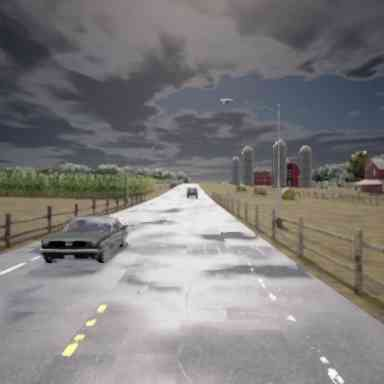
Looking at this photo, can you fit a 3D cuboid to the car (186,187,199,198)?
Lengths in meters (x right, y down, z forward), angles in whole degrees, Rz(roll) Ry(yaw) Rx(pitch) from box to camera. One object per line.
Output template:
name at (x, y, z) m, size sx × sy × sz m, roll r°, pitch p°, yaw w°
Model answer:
car at (0.047, 0.067, 63.338) m, size 2.150 × 2.045 × 5.566 m, roll 0°, pitch 2°, yaw 0°

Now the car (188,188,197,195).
car at (0.055, -0.145, 73.973) m, size 1.837 × 1.490 × 4.892 m, roll 0°, pitch 2°, yaw 0°

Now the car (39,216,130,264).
car at (-3.575, 1.572, 11.906) m, size 1.895 × 1.301 × 4.718 m, roll 0°, pitch 1°, yaw 0°
